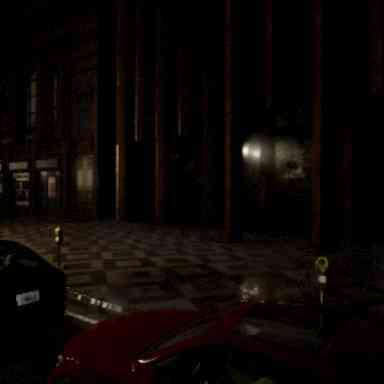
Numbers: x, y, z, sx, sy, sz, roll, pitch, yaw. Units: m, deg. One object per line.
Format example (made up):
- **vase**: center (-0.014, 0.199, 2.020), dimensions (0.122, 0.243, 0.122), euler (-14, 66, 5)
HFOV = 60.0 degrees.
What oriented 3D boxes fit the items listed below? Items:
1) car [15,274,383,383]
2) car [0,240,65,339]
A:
- **car**: center (0.576, 1.576, 2.667), dimensions (4.206, 1.307, 1.802), euler (0, 0, 35)
- **car**: center (-4.013, 1.530, 5.941), dimensions (4.313, 1.339, 1.947), euler (0, 0, 36)
